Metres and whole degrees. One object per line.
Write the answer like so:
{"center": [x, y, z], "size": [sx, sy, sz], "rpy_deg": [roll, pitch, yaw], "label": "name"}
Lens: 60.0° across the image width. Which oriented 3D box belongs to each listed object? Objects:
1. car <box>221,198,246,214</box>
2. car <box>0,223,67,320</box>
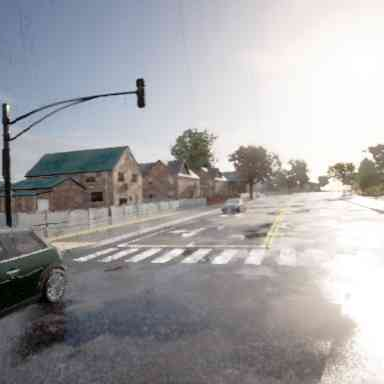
{"center": [4.267, 1.403, 33.734], "size": [1.812, 1.442, 4.674], "rpy_deg": [-3, 0, 18], "label": "car"}
{"center": [-4.347, 1.563, 5.815], "size": [2.097, 1.767, 4.553], "rpy_deg": [-3, 0, 16], "label": "car"}
